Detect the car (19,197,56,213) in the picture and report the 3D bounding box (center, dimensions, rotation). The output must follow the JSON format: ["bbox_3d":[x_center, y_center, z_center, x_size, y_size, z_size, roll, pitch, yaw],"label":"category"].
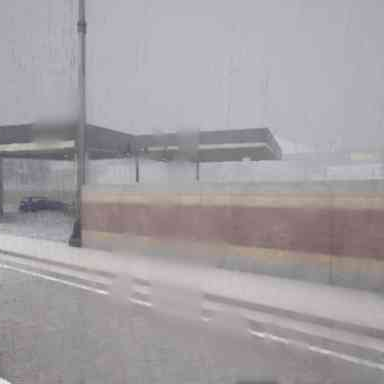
[{"bbox_3d":[-16.053,1.324,36.006,2.242,1.667,4.611,0,0,37],"label":"car"}]

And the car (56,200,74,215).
[{"bbox_3d":[-10.984,1.488,33.196,1.970,1.475,3.806,0,0,37],"label":"car"}]
